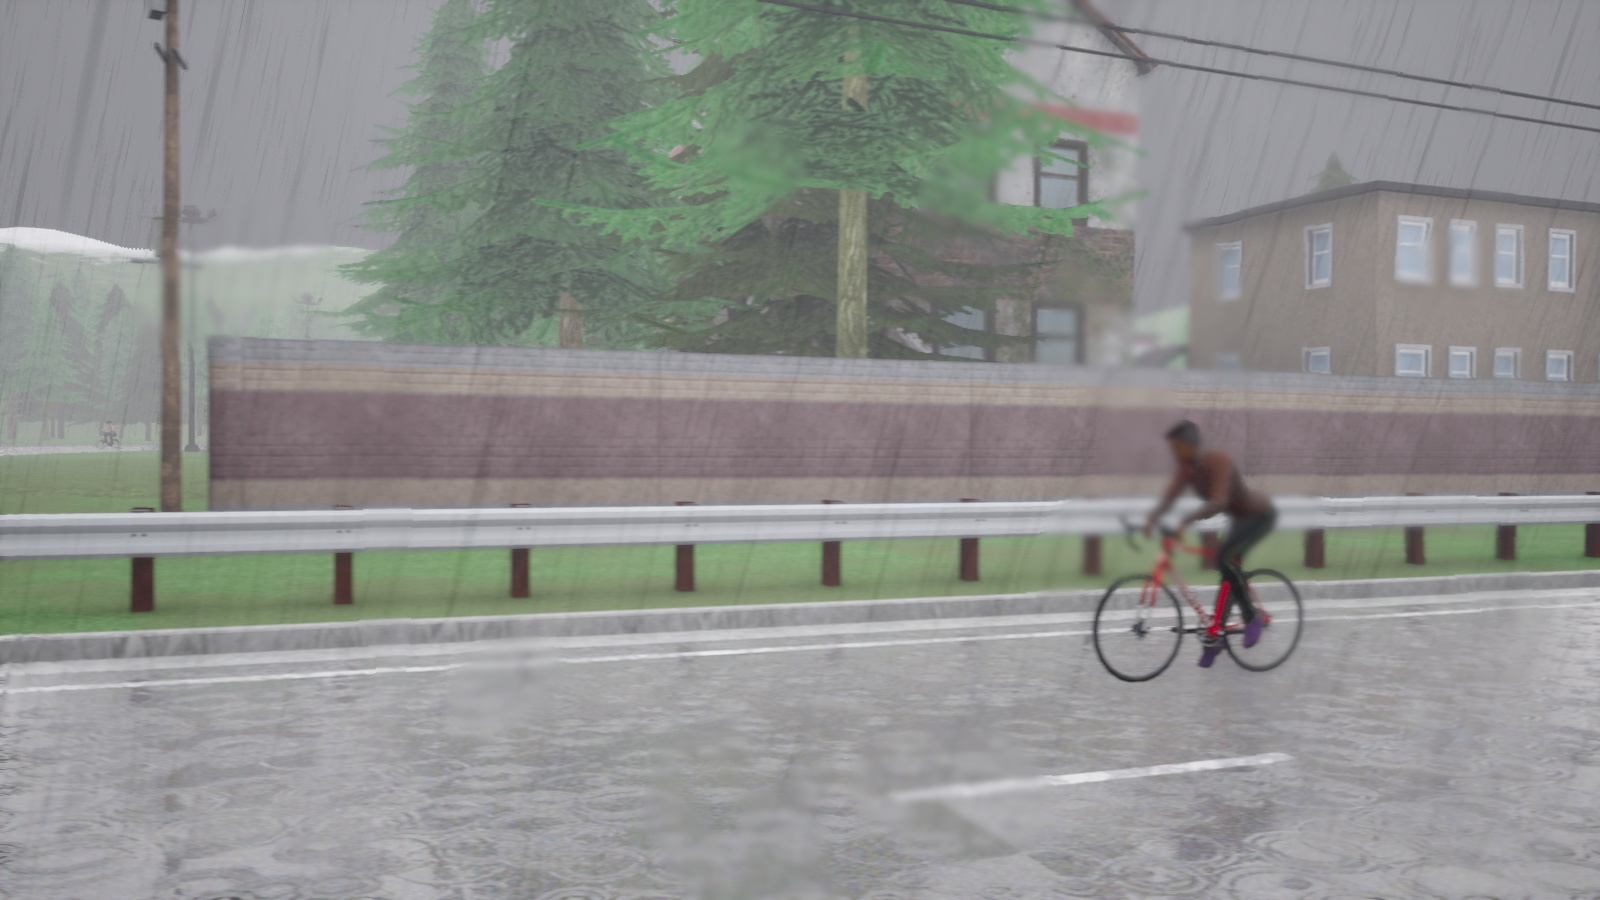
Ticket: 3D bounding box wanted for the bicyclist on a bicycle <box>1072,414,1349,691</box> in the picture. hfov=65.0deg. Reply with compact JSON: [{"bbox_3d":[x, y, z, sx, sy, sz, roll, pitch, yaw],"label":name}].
[{"bbox_3d":[2.610,0.593,7.973,1.656,1.620,0.582,-1,1,-21],"label":"bicyclist on a bicycle"}]
